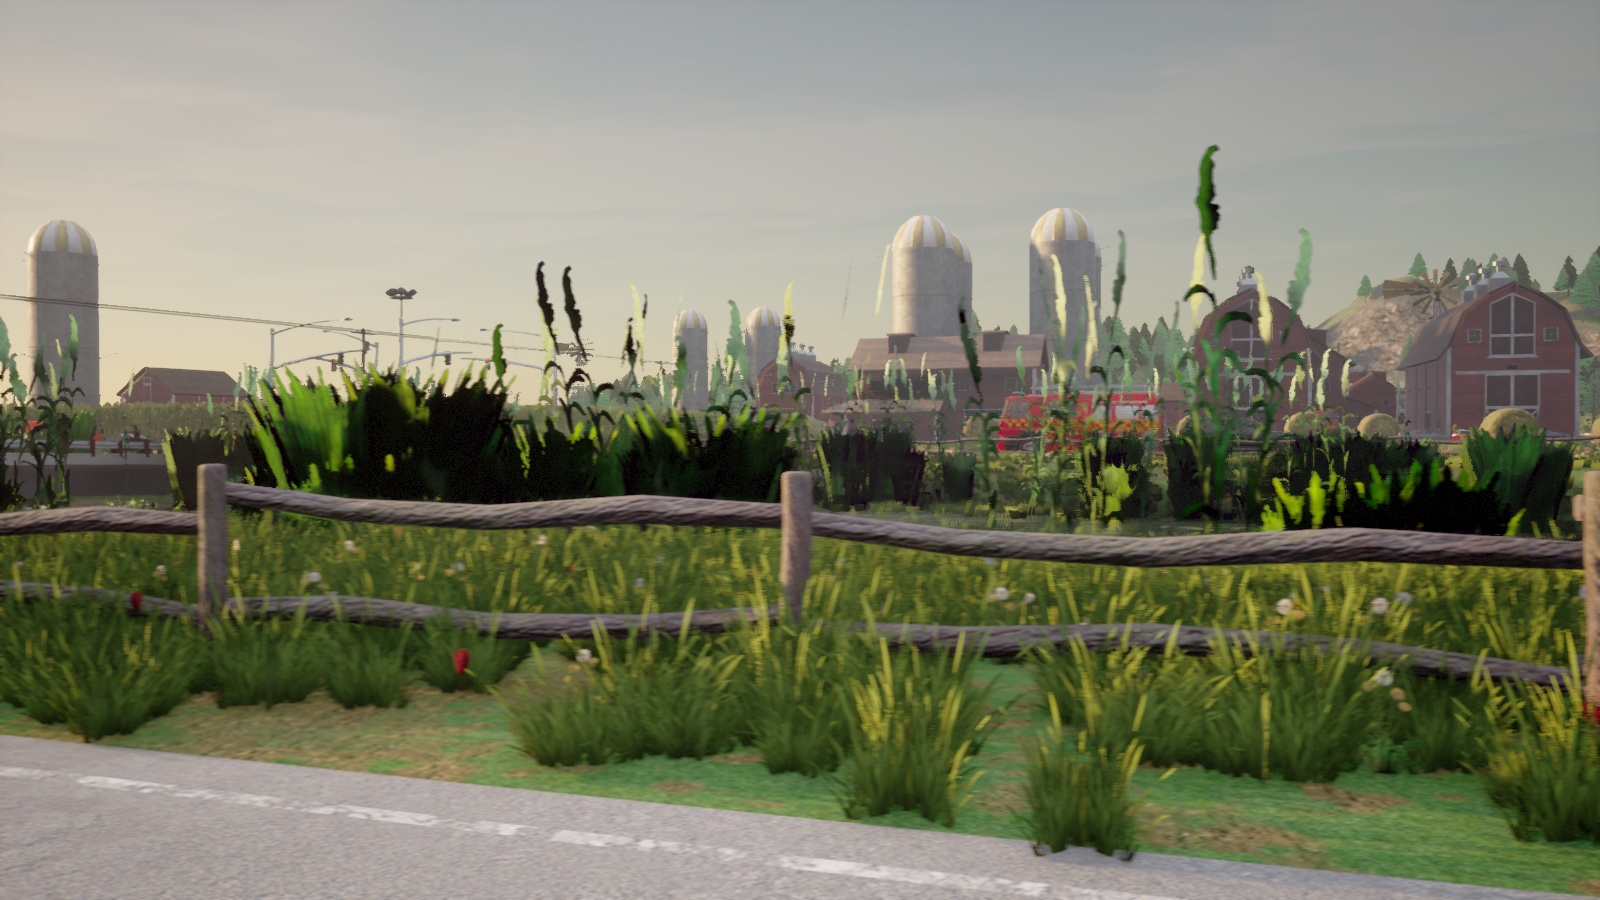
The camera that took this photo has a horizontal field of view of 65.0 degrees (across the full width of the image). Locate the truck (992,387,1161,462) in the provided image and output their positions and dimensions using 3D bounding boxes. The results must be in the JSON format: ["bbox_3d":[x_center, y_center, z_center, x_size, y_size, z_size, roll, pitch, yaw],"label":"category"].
[{"bbox_3d":[14.690,-1.376,66.792,8.468,3.827,2.891,1,1,20],"label":"truck"}]

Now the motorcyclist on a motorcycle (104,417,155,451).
[{"bbox_3d":[-34.576,-0.805,64.793,0.766,1.649,2.350,1,-1,23],"label":"motorcyclist on a motorcycle"}]

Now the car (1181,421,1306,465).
[{"bbox_3d":[21.389,-0.370,60.645,5.566,2.045,2.150,1,1,20],"label":"car"}]
